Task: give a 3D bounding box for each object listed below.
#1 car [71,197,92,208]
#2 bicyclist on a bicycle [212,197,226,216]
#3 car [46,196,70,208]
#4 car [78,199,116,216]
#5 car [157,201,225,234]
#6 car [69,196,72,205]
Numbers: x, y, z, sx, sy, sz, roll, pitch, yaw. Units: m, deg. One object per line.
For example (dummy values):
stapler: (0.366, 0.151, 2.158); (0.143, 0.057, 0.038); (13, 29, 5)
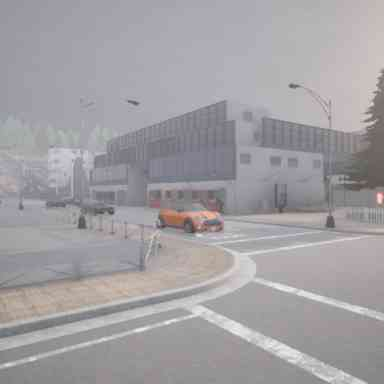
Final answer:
car: (-14.729, 1.531, 46.404); (2.033, 1.411, 5.357); (0, 0, -34)
bicyclist on a bicycle: (2.307, 1.284, 28.683); (1.656, 1.620, 0.582); (0, 0, -35)
car: (-18.773, 1.585, 45.938); (1.895, 1.301, 4.718); (0, 0, -34)
car: (-8.987, 1.585, 31.802); (1.895, 1.301, 4.718); (0, 0, -35)
car: (-0.157, 1.337, 19.151); (2.097, 1.767, 4.553); (0, 0, -35)
car: (-20.446, 1.488, 54.513); (1.837, 1.490, 4.892); (0, 0, -35)
